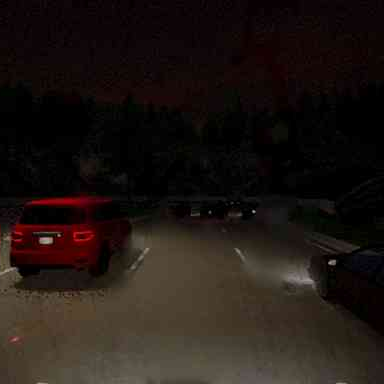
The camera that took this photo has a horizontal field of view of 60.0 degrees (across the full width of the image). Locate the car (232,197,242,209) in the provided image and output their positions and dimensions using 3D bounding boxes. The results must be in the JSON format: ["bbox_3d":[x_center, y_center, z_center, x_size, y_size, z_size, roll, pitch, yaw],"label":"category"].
[{"bbox_3d":[5.383,1.352,41.480,2.097,1.767,4.553,0,0,16],"label":"car"}]

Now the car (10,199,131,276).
[{"bbox_3d":[-3.393,1.222,10.435,2.150,2.045,5.566,0,0,0],"label":"car"}]

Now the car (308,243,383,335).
[{"bbox_3d":[3.601,1.547,5.284,2.033,1.411,5.357,0,0,0],"label":"car"}]

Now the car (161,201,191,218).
[{"bbox_3d":[-1.394,1.525,30.012,1.812,1.442,4.674,0,0,14],"label":"car"}]

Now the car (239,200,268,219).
[{"bbox_3d":[5.557,1.564,29.028,1.994,1.385,4.181,0,0,15],"label":"car"}]

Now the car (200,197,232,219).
[{"bbox_3d":[2.067,1.477,29.451,1.882,1.535,5.008,0,0,14],"label":"car"}]
